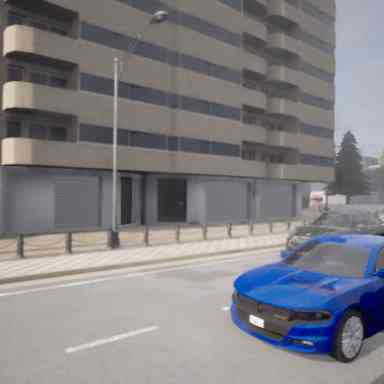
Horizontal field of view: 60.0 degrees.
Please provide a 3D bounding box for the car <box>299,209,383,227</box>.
[{"bbox_3d":[5.625,1.512,12.577,4.553,1.767,2.097,1,-1,-37],"label":"car"}]

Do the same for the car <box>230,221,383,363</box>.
[{"bbox_3d":[2.910,1.558,6.195,5.008,1.535,1.882,0,0,-37],"label":"car"}]
